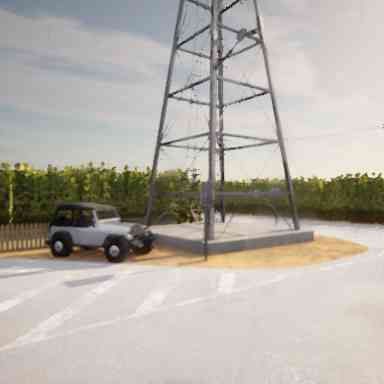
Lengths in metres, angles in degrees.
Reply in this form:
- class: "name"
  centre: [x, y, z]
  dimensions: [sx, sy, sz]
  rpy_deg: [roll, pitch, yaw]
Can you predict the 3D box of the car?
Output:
- class: "car"
  centre: [-3.278, 1.344, 11.847]
  dimensions: [3.866, 1.878, 1.905]
  rpy_deg: [0, 0, 23]
